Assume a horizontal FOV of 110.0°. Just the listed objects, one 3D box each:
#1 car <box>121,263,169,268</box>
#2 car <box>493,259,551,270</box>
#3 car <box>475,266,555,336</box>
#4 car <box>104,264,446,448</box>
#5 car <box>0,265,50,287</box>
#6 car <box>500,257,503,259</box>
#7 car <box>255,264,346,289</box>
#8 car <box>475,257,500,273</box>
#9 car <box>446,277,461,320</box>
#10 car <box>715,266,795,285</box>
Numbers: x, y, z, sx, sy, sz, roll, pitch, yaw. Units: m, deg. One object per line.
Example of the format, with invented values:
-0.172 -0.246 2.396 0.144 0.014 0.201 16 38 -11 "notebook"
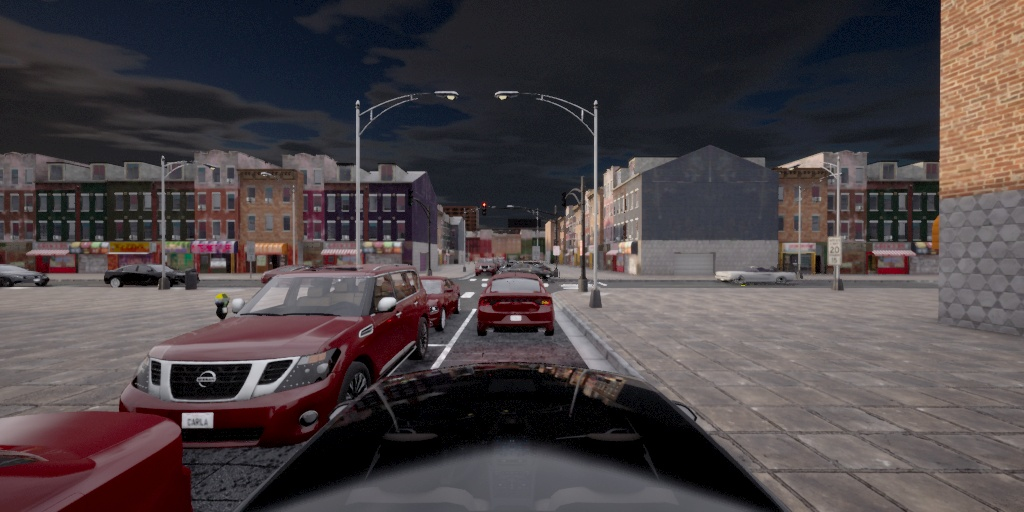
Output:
-22.810 1.221 22.834 5.008 1.535 1.882 0 0 0 "car"
1.058 1.257 28.927 1.837 1.490 4.892 -5 3 -45 "car"
0.091 1.227 10.427 1.882 1.535 5.008 0 0 0 "car"
-2.641 1.064 5.529 2.192 1.841 5.009 0 0 0 "car"
-32.607 1.266 22.845 4.674 1.442 1.812 0 0 0 "car"
-2.666 1.081 48.226 2.192 1.841 5.009 0 0 0 "car"
-13.352 1.278 22.860 4.674 1.442 1.812 0 0 -1 "car"
-2.659 1.073 37.372 2.192 1.841 5.009 0 0 0 "car"
-2.644 1.294 10.963 1.888 1.381 4.507 0 0 0 "car"
17.309 1.367 25.737 4.718 1.301 1.895 0 0 0 "car"
